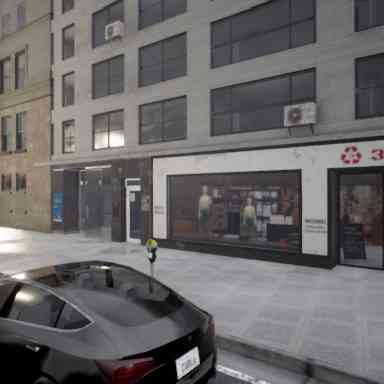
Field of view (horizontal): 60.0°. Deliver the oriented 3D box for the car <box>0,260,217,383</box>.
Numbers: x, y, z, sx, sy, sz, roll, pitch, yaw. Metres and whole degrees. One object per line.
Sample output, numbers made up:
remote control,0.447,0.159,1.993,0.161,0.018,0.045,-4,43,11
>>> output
car,-1.725,1.566,4.200,4.313,1.339,1.947,0,0,36
